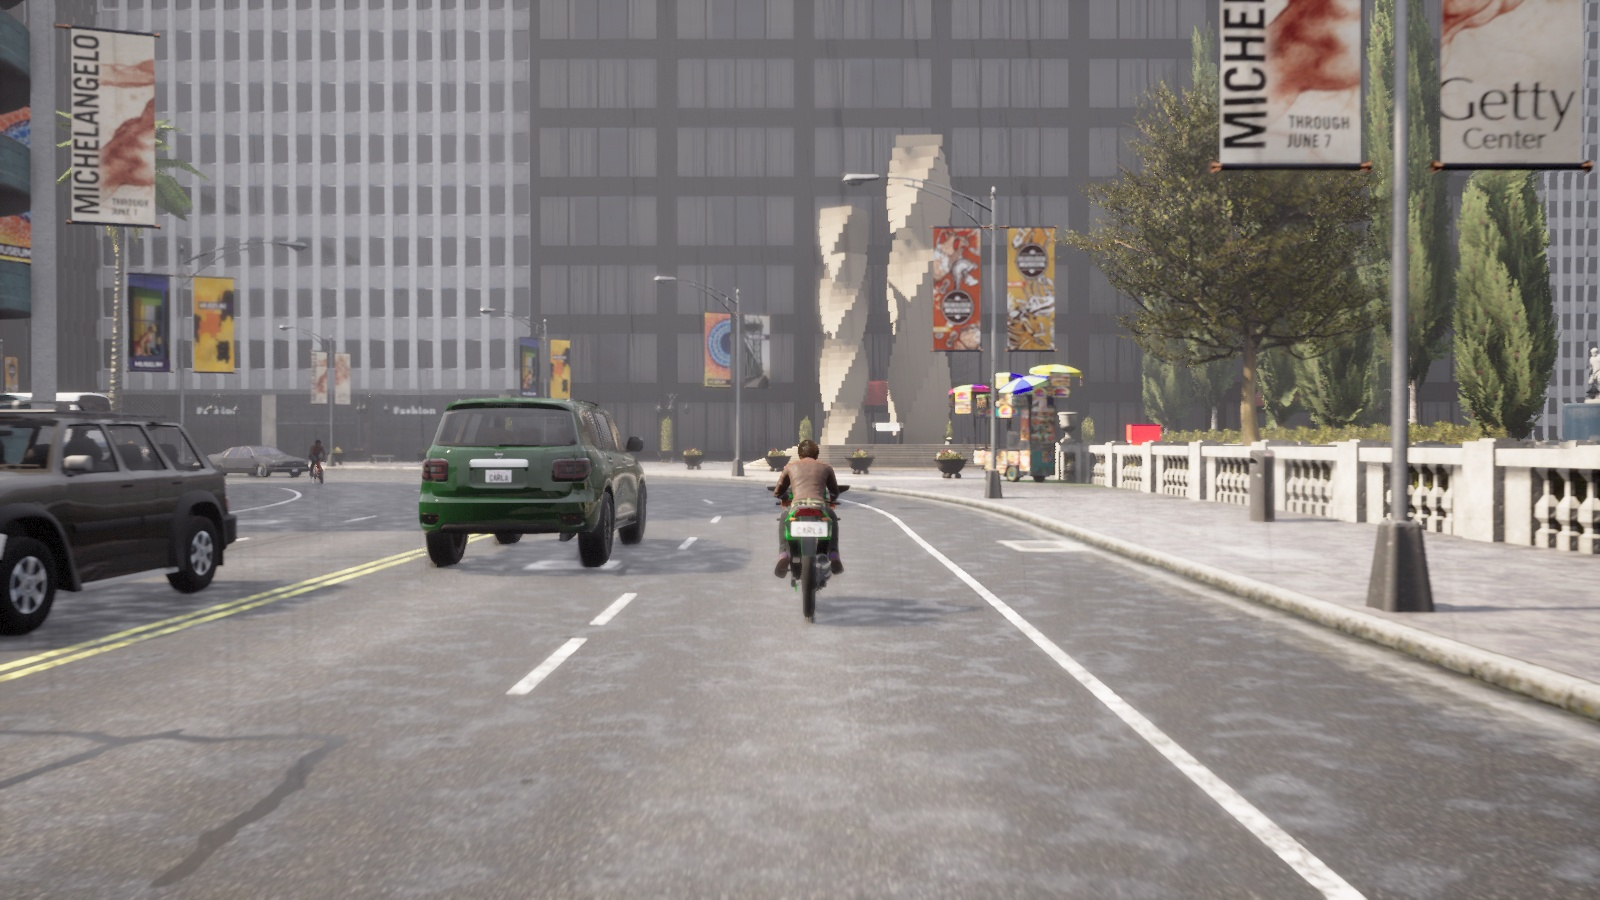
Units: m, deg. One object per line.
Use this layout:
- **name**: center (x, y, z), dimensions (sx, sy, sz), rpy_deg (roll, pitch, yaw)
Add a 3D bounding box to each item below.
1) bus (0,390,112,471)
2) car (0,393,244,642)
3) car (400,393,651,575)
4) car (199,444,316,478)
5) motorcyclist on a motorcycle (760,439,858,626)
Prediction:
- **bus**: center (-43.832, -1.053, 68.770), dimensions (10.273, 4.253, 3.944), rpy_deg (0, 0, 4)
- **car**: center (-6.927, 0.495, 11.166), dimensions (1.932, 1.855, 4.605), rpy_deg (0, 0, 0)
- **car**: center (-3.419, 0.367, 16.910), dimensions (2.150, 2.045, 5.566), rpy_deg (0, 0, 0)
- **car**: center (-24.089, 0.461, 55.703), dimensions (5.357, 1.411, 2.033), rpy_deg (0, 0, 31)
- **motorcyclist on a motorcycle**: center (0.074, 0.665, 11.265), dimensions (0.797, 1.523, 2.044), rpy_deg (0, 0, 0)
